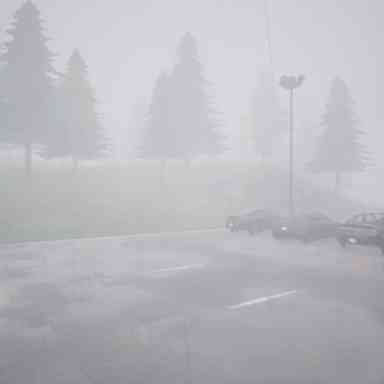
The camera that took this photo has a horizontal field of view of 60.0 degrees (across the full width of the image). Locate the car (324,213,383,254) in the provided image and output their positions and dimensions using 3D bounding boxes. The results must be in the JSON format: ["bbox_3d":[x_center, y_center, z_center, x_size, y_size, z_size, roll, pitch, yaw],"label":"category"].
[{"bbox_3d":[7.990,1.625,13.864,4.902,1.511,2.128,1,0,-35],"label":"car"}]

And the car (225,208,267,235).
[{"bbox_3d":[4.014,1.659,19.625,4.674,1.442,1.812,0,0,-35],"label":"car"}]

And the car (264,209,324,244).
[{"bbox_3d":[5.953,1.697,16.709,4.181,1.385,1.994,1,0,-35],"label":"car"}]
